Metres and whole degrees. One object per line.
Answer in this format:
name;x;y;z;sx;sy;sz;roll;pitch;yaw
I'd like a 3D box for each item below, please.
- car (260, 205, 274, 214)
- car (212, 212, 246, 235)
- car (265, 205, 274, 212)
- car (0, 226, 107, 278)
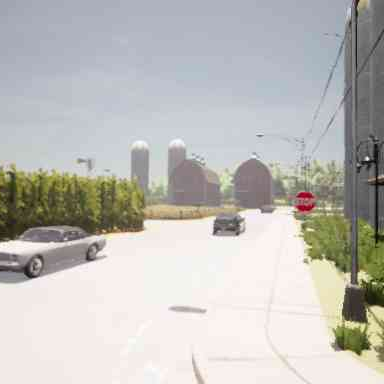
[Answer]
car;15.013;3.432;67.025;2.097;1.767;4.553;0;-2;17
car;2.756;2.240;24.367;1.837;1.490;4.892;0;-2;16
car;18.832;3.961;80.408;1.882;1.535;5.008;0;-2;16
car;-4.905;1.866;11.288;1.895;1.301;4.718;0;-2;16
